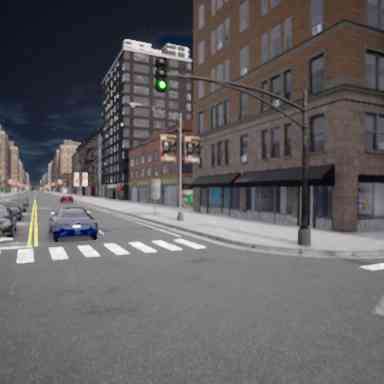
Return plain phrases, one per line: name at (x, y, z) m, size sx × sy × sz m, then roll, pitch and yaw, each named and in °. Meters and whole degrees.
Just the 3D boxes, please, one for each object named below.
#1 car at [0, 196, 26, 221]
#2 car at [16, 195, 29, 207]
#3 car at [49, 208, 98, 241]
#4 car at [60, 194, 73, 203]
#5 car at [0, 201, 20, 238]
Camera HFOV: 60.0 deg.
car at (-13.702, 1.319, 24.848) m, size 1.837 × 1.490 × 4.892 m, roll 0°, pitch 0°, yaw -25°
car at (-17.948, 1.251, 33.916) m, size 1.837 × 1.490 × 4.892 m, roll 0°, pitch 0°, yaw -25°
car at (-5.904, 1.457, 16.359) m, size 1.994 × 1.385 × 4.181 m, roll 0°, pitch 0°, yaw -25°
car at (-21.505, 1.083, 56.954) m, size 1.882 × 1.535 × 5.008 m, roll 0°, pitch 0°, yaw -25°
car at (-9.772, 1.401, 16.473) m, size 1.812 × 1.442 × 4.674 m, roll 0°, pitch 0°, yaw -25°
